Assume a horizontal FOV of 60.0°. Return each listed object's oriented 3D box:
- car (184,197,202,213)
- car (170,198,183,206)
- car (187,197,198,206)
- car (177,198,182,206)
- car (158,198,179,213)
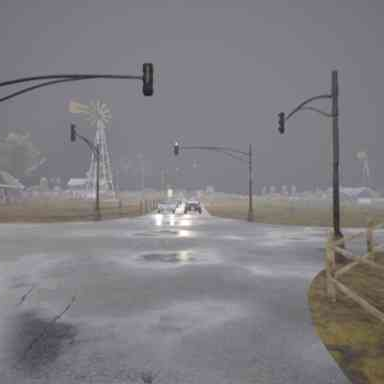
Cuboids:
[{"bbox_3d":[0.077,1.611,38.345,1.812,1.442,4.674,0,0,0],"label":"car"},{"bbox_3d":[-2.812,1.748,60.783,2.033,1.411,5.357,0,0,0],"label":"car"},{"bbox_3d":[0.087,1.728,61.181,1.812,1.442,4.674,0,0,0],"label":"car"},{"bbox_3d":[-2.842,1.638,48.704,1.837,1.490,4.892,0,0,0],"label":"car"},{"bbox_3d":[-2.851,1.686,38.321,1.895,1.301,4.718,0,0,0],"label":"car"}]
